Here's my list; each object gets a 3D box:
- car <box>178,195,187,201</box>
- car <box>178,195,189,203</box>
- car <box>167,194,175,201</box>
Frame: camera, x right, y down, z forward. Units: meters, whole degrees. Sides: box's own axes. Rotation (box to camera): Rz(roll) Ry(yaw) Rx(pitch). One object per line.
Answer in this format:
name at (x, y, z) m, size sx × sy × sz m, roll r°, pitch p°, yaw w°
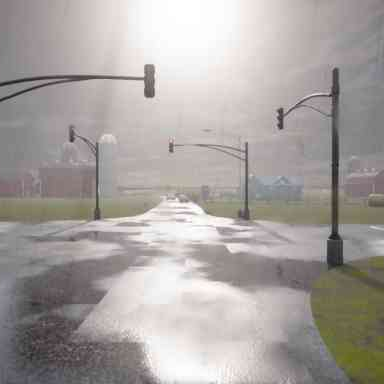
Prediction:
car at (-2.297, 1.463, 79.874) m, size 1.837 × 1.490 × 4.892 m, roll 0°, pitch 0°, yaw -4°
car at (-1.690, 1.624, 69.889) m, size 1.895 × 1.301 × 4.718 m, roll 0°, pitch 0°, yaw -3°
car at (-4.676, 1.182, 73.890) m, size 1.812 × 1.442 × 4.674 m, roll 0°, pitch 0°, yaw -3°
